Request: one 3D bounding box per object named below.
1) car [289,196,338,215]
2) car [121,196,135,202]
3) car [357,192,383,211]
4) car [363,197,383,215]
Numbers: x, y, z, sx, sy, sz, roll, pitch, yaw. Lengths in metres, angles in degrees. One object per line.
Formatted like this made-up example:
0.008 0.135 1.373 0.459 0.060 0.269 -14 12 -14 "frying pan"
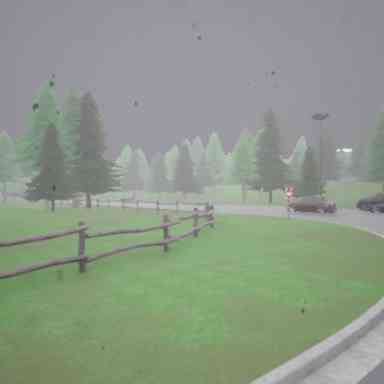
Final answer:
11.526 1.199 32.137 2.097 1.767 4.553 -1 0 -39 "car"
-14.537 1.572 75.567 1.812 1.442 4.674 -1 0 -39 "car"
19.574 0.987 33.298 2.150 2.045 5.566 -1 0 -39 "car"
18.223 1.385 29.396 1.895 1.301 4.718 -1 0 -39 "car"
